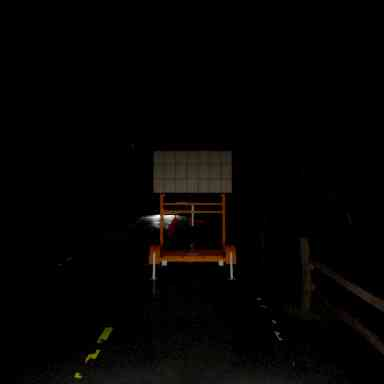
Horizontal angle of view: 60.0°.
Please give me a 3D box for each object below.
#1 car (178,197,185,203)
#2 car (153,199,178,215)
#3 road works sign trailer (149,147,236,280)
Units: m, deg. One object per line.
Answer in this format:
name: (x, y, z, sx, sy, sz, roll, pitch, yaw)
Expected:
car: (-2.570, 1.779, 79.489, 2.033, 1.411, 5.357, 0, 0, 0)
car: (-2.772, 1.577, 33.716, 1.994, 1.385, 4.181, 0, 0, 0)
road works sign trailer: (0.022, 0.463, 9.917, 2.380, 3.560, 2.880, 0, 0, 0)
